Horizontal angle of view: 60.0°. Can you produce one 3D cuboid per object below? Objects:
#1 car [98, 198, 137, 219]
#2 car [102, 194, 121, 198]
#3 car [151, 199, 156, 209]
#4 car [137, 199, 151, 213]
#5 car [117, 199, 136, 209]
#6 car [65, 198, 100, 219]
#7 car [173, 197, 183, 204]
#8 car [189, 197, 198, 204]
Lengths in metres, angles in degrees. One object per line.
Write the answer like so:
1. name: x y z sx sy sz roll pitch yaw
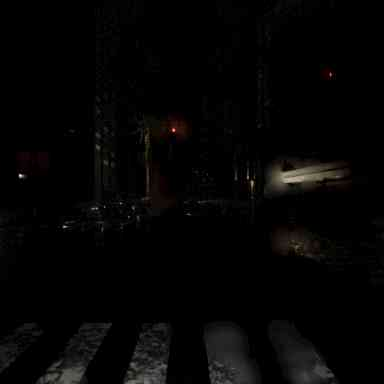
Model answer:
1. car: -6.526 1.543 29.625 1.882 1.535 5.008 0 0 0
2. car: -9.753 1.320 39.838 2.150 2.045 5.566 0 0 0
3. car: -6.467 1.735 48.982 1.895 1.301 4.718 0 0 1
4. car: -6.501 1.587 39.093 2.128 1.511 4.902 0 0 0
5. car: -9.710 1.701 49.799 1.994 1.385 4.181 0 0 0
6. car: -9.772 1.544 29.892 1.882 1.535 5.008 0 0 0
7. car: -2.970 1.790 69.833 1.994 1.385 4.181 0 0 0
8. car: 0.280 1.791 69.850 1.994 1.385 4.181 0 0 0
